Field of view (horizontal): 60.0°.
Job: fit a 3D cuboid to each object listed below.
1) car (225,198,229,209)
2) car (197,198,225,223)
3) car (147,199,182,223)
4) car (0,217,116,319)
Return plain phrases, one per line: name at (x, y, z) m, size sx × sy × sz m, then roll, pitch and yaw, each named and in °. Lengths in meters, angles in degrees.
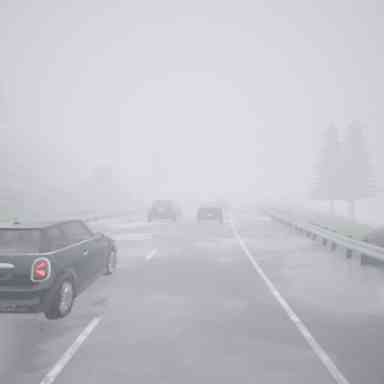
car at (3.929, 1.512, 44.693) m, size 2.163 × 1.488 × 4.792 m, roll 0°, pitch 0°, yaw 9°
car at (1.455, 1.481, 25.890) m, size 1.882 × 1.535 × 5.008 m, roll 0°, pitch 0°, yaw 5°
car at (-2.040, 1.350, 26.027) m, size 2.097 × 1.767 × 4.553 m, roll 0°, pitch 0°, yaw 5°
car at (-3.212, 1.348, 7.552) m, size 2.097 × 1.767 × 4.553 m, roll 0°, pitch 0°, yaw 2°
